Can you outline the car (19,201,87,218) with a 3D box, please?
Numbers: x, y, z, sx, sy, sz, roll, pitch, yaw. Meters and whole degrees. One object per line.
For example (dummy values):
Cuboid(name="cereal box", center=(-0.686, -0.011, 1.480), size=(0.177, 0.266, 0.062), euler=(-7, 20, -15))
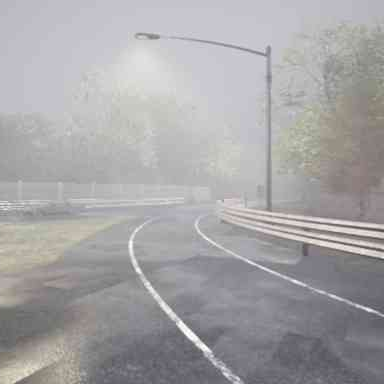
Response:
Cuboid(name="car", center=(-12.073, 1.484, 29.232), size=(5.357, 1.411, 2.033), euler=(0, 0, -38))
